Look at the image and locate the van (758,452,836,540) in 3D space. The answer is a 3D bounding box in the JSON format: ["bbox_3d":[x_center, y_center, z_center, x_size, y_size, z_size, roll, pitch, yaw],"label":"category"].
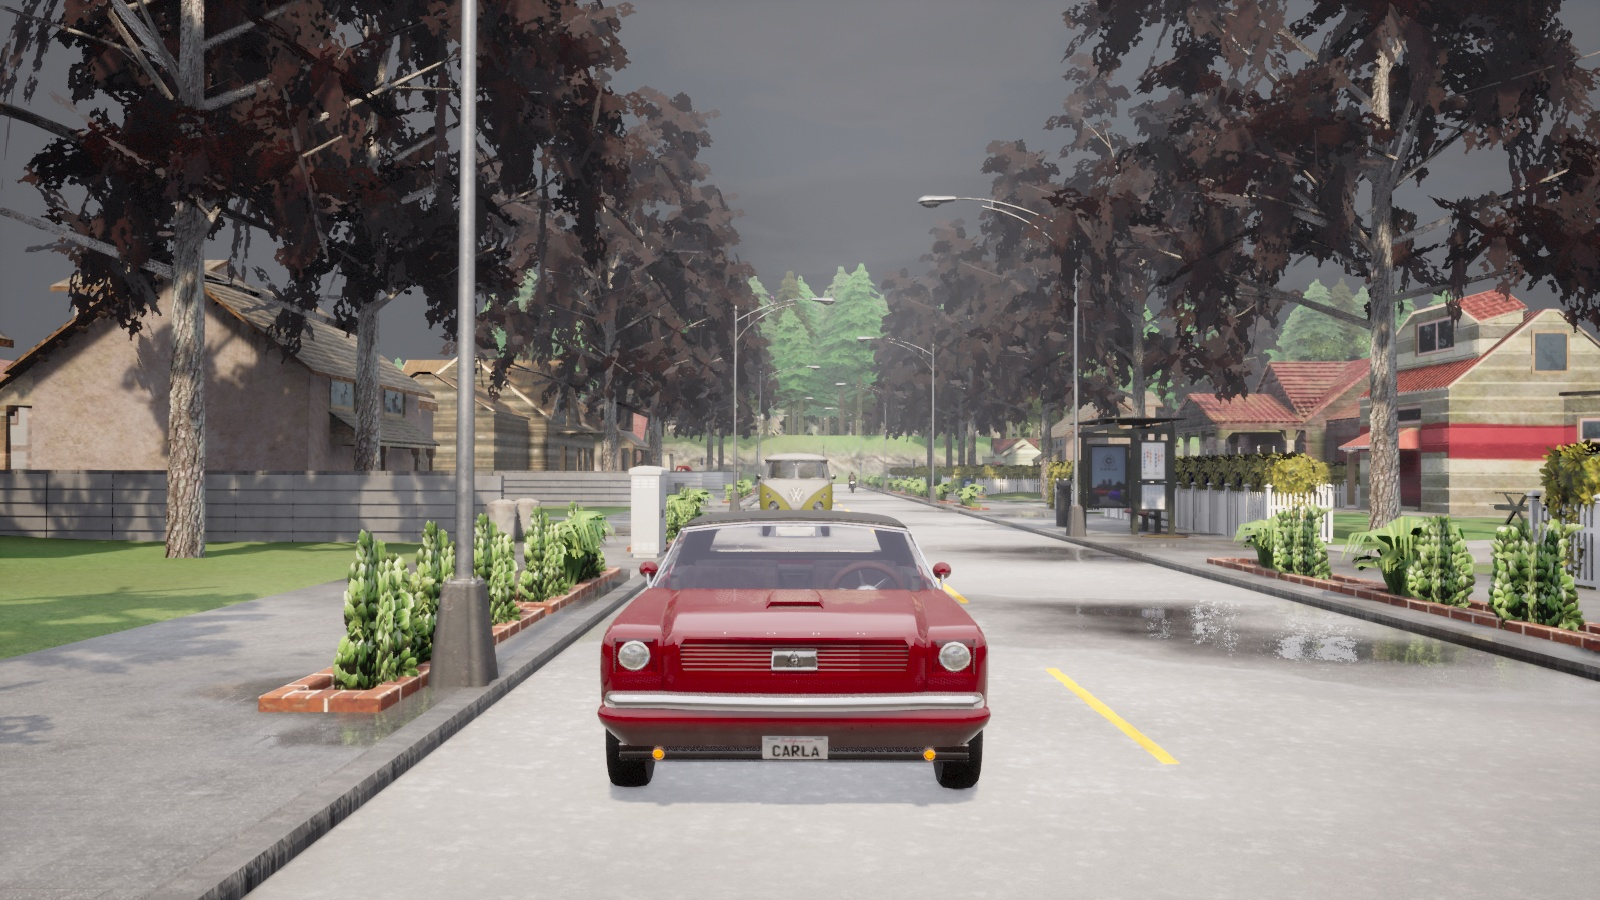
[{"bbox_3d":[-0.085,1.086,30.942,1.775,1.987,4.442,0,-1,0],"label":"van"}]

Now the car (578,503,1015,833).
[{"bbox_3d":[-0.021,1.046,7.809,1.895,1.301,4.718,0,-1,0],"label":"car"}]
